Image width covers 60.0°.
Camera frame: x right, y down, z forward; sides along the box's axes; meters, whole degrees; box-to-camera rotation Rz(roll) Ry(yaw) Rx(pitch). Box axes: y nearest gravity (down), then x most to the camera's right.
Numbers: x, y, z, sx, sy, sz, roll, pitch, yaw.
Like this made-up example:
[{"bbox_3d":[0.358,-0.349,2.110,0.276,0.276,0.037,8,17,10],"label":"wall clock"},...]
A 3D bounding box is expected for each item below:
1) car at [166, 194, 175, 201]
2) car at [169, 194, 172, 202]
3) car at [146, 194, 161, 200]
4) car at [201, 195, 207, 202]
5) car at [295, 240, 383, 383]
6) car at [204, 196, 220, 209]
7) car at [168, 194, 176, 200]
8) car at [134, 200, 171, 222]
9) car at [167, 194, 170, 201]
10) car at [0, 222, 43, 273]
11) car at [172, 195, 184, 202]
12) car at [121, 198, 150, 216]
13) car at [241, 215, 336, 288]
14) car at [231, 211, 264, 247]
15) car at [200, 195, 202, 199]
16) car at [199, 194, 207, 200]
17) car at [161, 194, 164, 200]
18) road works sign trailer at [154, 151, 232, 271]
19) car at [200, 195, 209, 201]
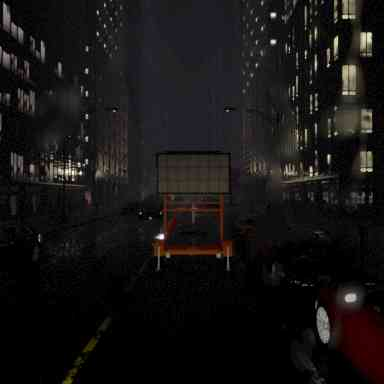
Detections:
[{"bbox_3d":[-5.333,1.320,82.833,1.967,1.590,4.097,1,0,0],"label":"car"},{"bbox_3d":[-5.380,1.226,71.482,2.192,1.841,5.009,1,0,0],"label":"car"},{"bbox_3d":[-5.502,1.407,43.105,1.967,1.590,4.097,0,0,0],"label":"car"},{"bbox_3d":[2.926,1.530,54.406,1.802,1.307,4.206,1,0,0],"label":"car"},{"bbox_3d":[2.710,1.545,3.332,1.887,1.381,4.507,0,0,0],"label":"car"},{"bbox_3d":[2.878,1.533,43.057,1.947,1.339,4.313,0,0,0],"label":"car"},{"bbox_3d":[-5.311,1.388,88.339,1.752,1.417,4.829,1,0,0],"label":"car"},{"bbox_3d":[-2.990,1.589,26.184,1.895,1.301,4.718,0,0,0],"label":"car"},{"bbox_3d":[-5.431,1.519,60.130,1.802,1.307,4.206,1,0,0],"label":"car"},{"bbox_3d":[-5.646,1.550,9.049,2.008,1.369,4.403,0,0,0],"label":"car"},{"bbox_3d":[-2.704,1.391,70.344,1.882,1.535,5.008,0,0,0],"label":"car"},{"bbox_3d":[-5.551,1.527,31.752,1.887,1.381,4.507,0,0,0],"label":"car"},{"bbox_3d":[2.734,1.550,9.006,2.008,1.369,4.403,0,0,0],"label":"car"},{"bbox_3d":[2.759,1.522,14.853,1.752,1.417,4.829,0,0,0],"label":"car"},{"bbox_3d":[2.950,1.519,60.080,1.802,1.307,4.206,1,0,0],"label":"car"},{"bbox_3d":[3.094,1.389,94.129,1.887,1.381,4.507,1,0,0],"label":"car"},{"bbox_3d":[-5.477,1.274,48.780,2.192,1.841,5.009,0,0,0],"label":"car"},{"bbox_3d":[0.046,0.463,10.928,2.380,3.560,2.880,0,0,0],"label":"road works sign trailer"},{"bbox_3d":[3.046,1.445,82.779,1.947,1.339,4.313,1,0,0],"label":"car"}]
